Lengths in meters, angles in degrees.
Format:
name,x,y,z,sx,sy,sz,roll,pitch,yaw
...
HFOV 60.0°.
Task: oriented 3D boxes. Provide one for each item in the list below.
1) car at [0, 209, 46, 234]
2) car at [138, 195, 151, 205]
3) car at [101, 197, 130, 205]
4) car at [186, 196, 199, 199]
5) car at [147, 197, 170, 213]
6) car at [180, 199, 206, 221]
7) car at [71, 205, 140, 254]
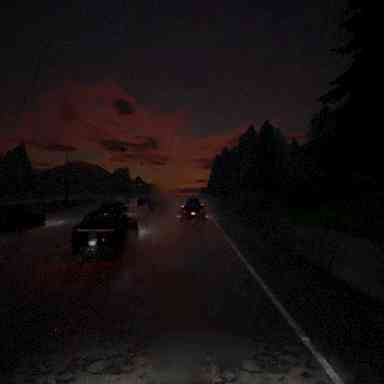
name,x,y,z,sx,sy,sz,roll,pitch,yaw
car,-10.405,1.627,19.544,1.895,1.301,4.718,0,0,0
car,-6.917,1.253,50.065,1.882,1.535,5.008,0,1,0
car,-6.909,1.496,29.400,1.837,1.490,4.892,0,1,0
car,0.084,1.318,49.491,1.812,1.442,4.674,0,1,0
car,-3.412,1.540,36.082,1.895,1.301,4.718,0,1,0
car,0.092,1.578,27.053,1.994,1.385,4.181,0,0,0
car,-3.403,1.535,13.774,2.128,1.511,4.902,0,0,0
